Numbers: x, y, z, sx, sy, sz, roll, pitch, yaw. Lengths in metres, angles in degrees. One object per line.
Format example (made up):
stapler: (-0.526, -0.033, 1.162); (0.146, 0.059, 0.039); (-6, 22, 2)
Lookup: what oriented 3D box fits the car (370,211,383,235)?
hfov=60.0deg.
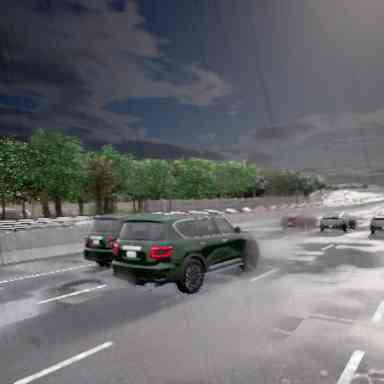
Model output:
car: (13.334, 2.037, 22.470); (2.128, 1.511, 4.902); (-4, -3, 37)

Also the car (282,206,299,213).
car: (22.151, 3.931, 74.665); (2.128, 1.511, 4.902); (-4, -3, 37)

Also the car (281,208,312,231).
car: (9.278, 2.416, 28.545); (1.882, 1.535, 5.008); (-4, -3, 37)

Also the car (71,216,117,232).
car: (-10.832, 3.491, 37.001); (1.812, 1.442, 4.674); (-4, -3, 37)

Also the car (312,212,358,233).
car: (11.126, 2.225, 25.184); (2.128, 1.511, 4.902); (-4, -3, 37)

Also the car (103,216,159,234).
car: (-5.752, 3.136, 32.130); (2.033, 1.411, 5.357); (-4, -3, 37)

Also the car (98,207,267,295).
car: (0.100, 1.687, 10.443); (2.150, 2.045, 5.566); (-4, -3, 37)

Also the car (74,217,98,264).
car: (-1.751, 1.893, 13.811); (2.150, 2.045, 5.566); (-4, -3, 37)

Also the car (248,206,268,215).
car: (13.816, 3.871, 69.513); (2.097, 1.767, 4.553); (-4, -3, 37)

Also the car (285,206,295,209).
car: (19.121, 3.666, 64.932); (2.128, 1.511, 4.902); (-4, -3, 37)
